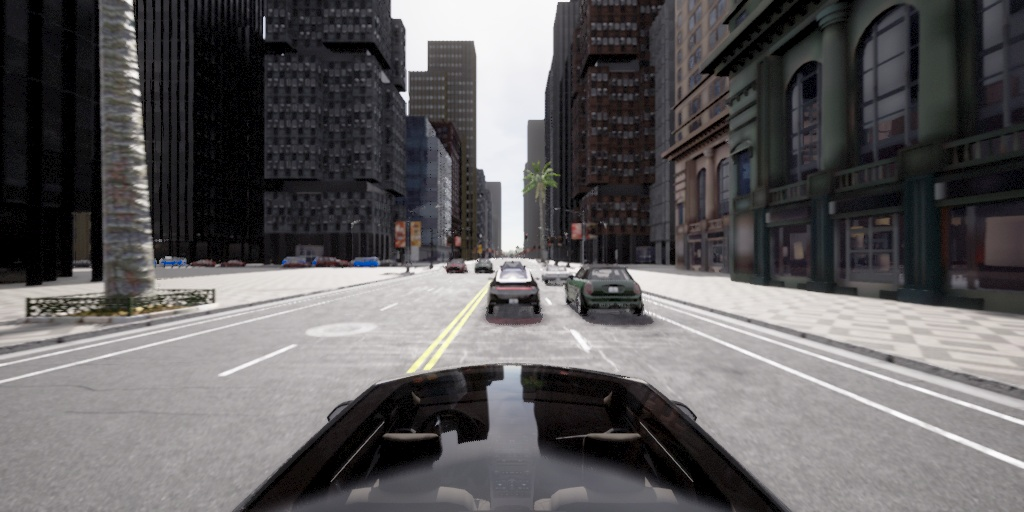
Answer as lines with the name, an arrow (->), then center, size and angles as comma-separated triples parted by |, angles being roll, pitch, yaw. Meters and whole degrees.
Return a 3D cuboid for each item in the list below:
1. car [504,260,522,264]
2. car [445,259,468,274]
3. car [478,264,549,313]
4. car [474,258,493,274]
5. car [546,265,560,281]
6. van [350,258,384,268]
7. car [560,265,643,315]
car -> 0.065, 1.135, 28.845 | 2.097, 1.767, 4.553 | 0, 0, 0
car -> -6.574, 1.153, 42.813 | 2.097, 1.767, 4.553 | 0, 0, 0
car -> 0.069, 1.257, 14.043 | 2.128, 1.511, 4.902 | 0, 0, 0
car -> -3.324, 1.153, 42.800 | 2.097, 1.767, 4.553 | 0, 0, 0
car -> 3.310, 1.383, 27.743 | 1.895, 1.301, 4.718 | 0, 0, 0
van -> -23.574, 1.136, 58.459 | 3.998, 1.789, 1.690 | 0, 0, 0
car -> 3.317, 1.117, 13.805 | 2.097, 1.767, 4.553 | 0, 0, 0
